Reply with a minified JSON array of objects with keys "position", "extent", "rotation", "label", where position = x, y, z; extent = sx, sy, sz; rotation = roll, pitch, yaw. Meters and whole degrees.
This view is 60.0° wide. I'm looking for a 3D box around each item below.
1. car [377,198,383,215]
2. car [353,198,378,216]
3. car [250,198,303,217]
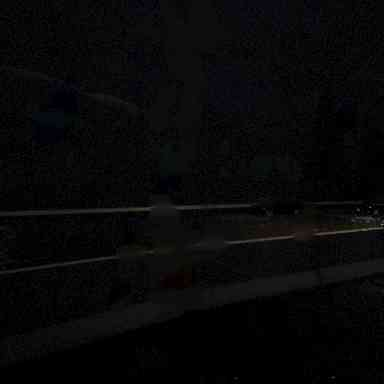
[{"position":[16.985,1.292,25.638],"extent":[4.892,1.490,1.837],"rotation":[0,0,-25],"label":"car"},{"position":[16.301,1.276,29.174],"extent":[4.892,1.490,1.837],"rotation":[0,0,-25],"label":"car"},{"position":[7.287,1.293,28.603],"extent":[5.008,1.535,1.882],"rotation":[0,0,-28],"label":"car"}]
